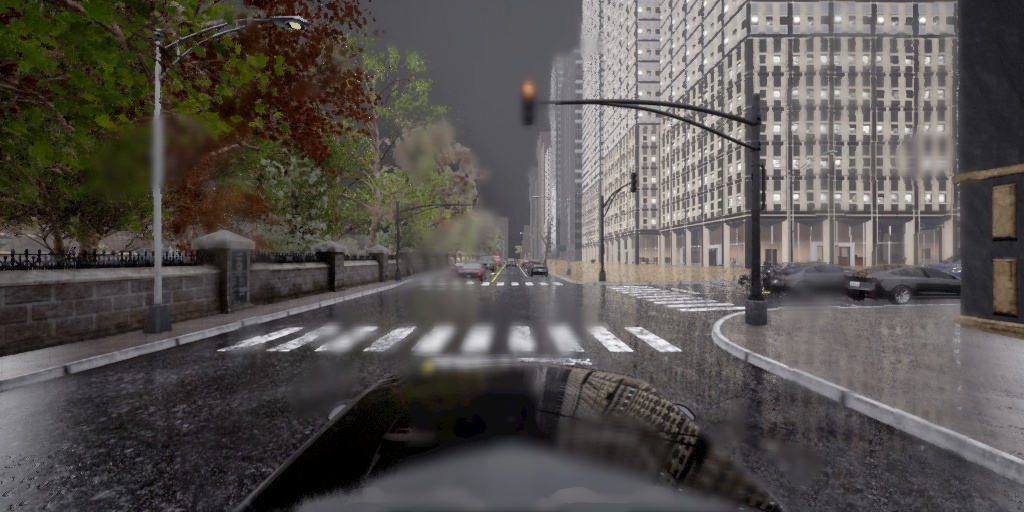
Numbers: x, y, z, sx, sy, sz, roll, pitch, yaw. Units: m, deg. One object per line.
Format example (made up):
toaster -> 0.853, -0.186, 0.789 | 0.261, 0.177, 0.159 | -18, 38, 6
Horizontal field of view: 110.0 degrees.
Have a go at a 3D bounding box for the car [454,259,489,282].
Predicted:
car -> -3.151, 1.237, 28.945 | 1.882, 1.535, 5.008 | 0, 0, 0

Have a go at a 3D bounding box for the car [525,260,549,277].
car -> 2.625, 1.330, 35.720 | 1.948, 1.339, 4.313 | 0, 0, 0

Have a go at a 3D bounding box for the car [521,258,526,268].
car -> 2.604, 1.338, 46.985 | 1.948, 1.339, 4.313 | 0, 0, 0

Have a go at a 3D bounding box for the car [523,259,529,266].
car -> 2.615, 1.334, 41.353 | 1.948, 1.339, 4.313 | 0, 0, 0

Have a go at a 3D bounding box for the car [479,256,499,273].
car -> -3.175, 0.991, 44.424 | 2.150, 2.045, 5.566 | 0, 0, 1

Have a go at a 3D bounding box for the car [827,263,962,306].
car -> 14.663, 1.026, 13.160 | 4.313, 1.339, 1.948 | 0, 0, 0

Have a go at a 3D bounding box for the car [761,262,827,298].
car -> 13.668, 1.052, 15.844 | 4.181, 1.385, 1.994 | -1, 0, 1

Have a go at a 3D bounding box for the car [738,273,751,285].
car -> 15.107, 1.025, 18.958 | 5.357, 1.411, 2.033 | -1, 0, 0

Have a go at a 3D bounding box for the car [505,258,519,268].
car -> -0.116, 1.294, 62.551 | 1.837, 1.490, 4.892 | 0, 0, 0

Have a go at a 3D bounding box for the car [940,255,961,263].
car -> 24.505, 0.669, 19.025 | 4.553, 1.767, 2.097 | -1, 0, 0

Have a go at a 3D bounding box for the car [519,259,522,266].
car -> 2.573, 1.336, 63.883 | 1.888, 1.381, 4.507 | 0, 0, 0
